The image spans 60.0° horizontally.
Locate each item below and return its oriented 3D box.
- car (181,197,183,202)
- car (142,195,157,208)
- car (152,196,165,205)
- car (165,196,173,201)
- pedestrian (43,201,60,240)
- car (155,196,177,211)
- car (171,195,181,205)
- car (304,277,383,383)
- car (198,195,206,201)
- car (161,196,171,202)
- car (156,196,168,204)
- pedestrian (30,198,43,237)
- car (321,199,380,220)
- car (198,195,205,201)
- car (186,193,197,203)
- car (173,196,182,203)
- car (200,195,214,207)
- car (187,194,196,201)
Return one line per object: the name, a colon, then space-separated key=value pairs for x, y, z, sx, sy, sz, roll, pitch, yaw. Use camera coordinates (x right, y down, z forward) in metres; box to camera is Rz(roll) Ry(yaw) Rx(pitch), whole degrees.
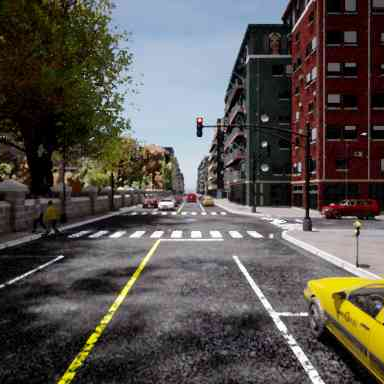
car: x=-3.167 y=1.492 z=61.135 sx=1.882 sy=1.535 sz=5.008 roll=0 pitch=0 yaw=0
car: x=-5.770 y=1.320 z=47.080 sx=2.192 sy=1.841 sz=5.009 roll=0 pitch=0 yaw=0
car: x=-5.788 y=1.452 z=58.150 sx=1.967 sy=1.590 sz=4.097 roll=0 pitch=0 yaw=0
car: x=-5.831 y=1.616 z=85.827 sx=1.802 sy=1.307 sz=4.206 roll=0 pitch=0 yaw=0
pedestrian: x=-6.601 y=1.293 z=15.620 sx=0.375 sy=1.860 sz=0.375 roll=0 pitch=0 yaw=0
car: x=-3.135 y=1.528 z=41.187 sx=1.812 sy=1.442 sz=4.674 roll=0 pitch=0 yaw=-1
car: x=-3.176 y=1.555 z=50.822 sx=2.033 sy=1.411 sz=5.357 roll=0 pitch=0 yaw=0
car: x=2.682 y=1.525 z=3.699 sx=1.752 sy=1.417 sz=4.829 roll=0 pitch=0 yaw=0
car: x=2.549 y=1.579 z=85.840 sx=1.887 sy=1.381 sz=4.507 roll=0 pitch=0 yaw=0
car: x=-5.814 y=1.606 z=74.756 sx=1.802 sy=1.307 sz=4.206 roll=0 pitch=0 yaw=0
car: x=-5.796 y=1.561 z=63.686 sx=1.887 sy=1.381 sz=4.507 roll=0 pitch=0 yaw=0
pedestrian: x=-7.537 y=1.133 z=16.297 sx=0.375 sy=1.860 sz=0.375 roll=0 pitch=0 yaw=0
car: x=14.566 y=1.588 z=30.540 sx=5.009 sy=1.841 sz=2.192 roll=1 pitch=-1 yaw=0
car: x=2.540 y=1.585 z=91.375 sx=1.887 sy=1.381 sz=4.507 roll=0 pitch=0 yaw=0
car: x=-0.116 y=1.239 z=72.436 sx=2.150 sy=2.045 sz=5.566 roll=0 pitch=0 yaw=0
car: x=-3.118 y=1.534 z=73.338 sx=1.812 sy=1.442 sz=4.674 roll=0 pitch=0 yaw=0
car: x=2.602 y=1.534 z=52.799 sx=1.752 sy=1.417 sz=4.829 roll=0 pitch=0 yaw=0
car: x=-0.133 y=1.299 z=82.796 sx=2.097 sy=1.767 sz=4.553 roll=0 pitch=0 yaw=0
